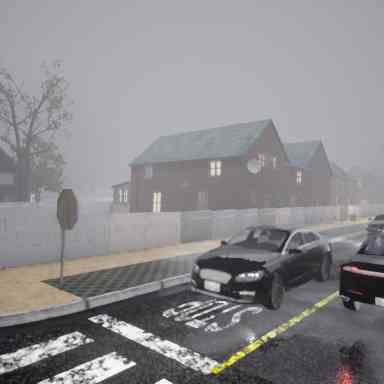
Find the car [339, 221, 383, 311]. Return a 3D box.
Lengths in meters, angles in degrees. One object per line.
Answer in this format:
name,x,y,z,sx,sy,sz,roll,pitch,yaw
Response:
car,4.738,1.626,7.190,2.128,1.511,4.902,0,-1,42

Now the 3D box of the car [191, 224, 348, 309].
car,1.974,1.603,8.309,2.128,1.511,4.902,0,-1,40

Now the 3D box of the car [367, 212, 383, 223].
car,11.448,1.901,19.049,1.837,1.490,4.892,0,-1,42
